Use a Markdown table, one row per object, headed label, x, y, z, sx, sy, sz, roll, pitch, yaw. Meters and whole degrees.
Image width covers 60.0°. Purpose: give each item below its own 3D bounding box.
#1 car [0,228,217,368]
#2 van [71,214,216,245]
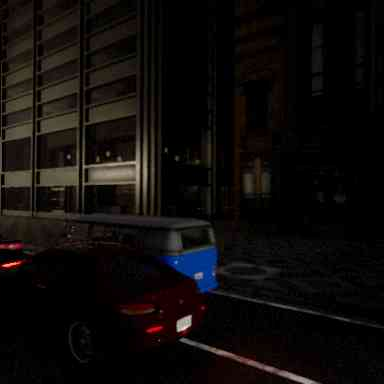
| label | x | y | z | sx | sy | sz | roll | pitch | yaw |
| --- | --- | --- | --- | --- | --- | --- | --- | --- | --- |
| car | -1.946 | 1.597 | 5.833 | 4.674 | 1.442 | 1.812 | 0 | -1 | 37 |
| van | -1.351 | 1.440 | 7.720 | 3.998 | 1.788 | 1.690 | 0 | -1 | 37 |
